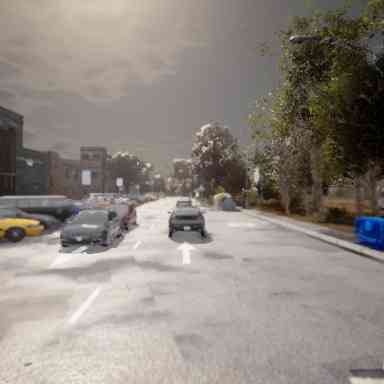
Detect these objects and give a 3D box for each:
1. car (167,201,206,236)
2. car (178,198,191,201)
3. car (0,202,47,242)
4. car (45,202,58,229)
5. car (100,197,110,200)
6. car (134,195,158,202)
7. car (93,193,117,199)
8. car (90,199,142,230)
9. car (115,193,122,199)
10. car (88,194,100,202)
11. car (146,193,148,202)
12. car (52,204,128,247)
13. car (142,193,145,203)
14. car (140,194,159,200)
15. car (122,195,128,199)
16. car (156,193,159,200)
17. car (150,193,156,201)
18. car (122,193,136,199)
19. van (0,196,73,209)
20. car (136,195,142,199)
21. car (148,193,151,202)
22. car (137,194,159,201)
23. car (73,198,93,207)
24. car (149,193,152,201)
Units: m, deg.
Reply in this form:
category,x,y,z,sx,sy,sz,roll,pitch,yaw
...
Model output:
category,x,y,z,sx,sy,sz,roll,pitch,yaw
car,-0.298,1.469,18.250,1.837,1.490,4.892,0,0,-1
car,-0.922,1.421,39.439,2.128,1.511,4.902,0,0,-2
car,-9.548,1.456,14.815,5.366,1.575,1.946,-1,0,-22
car,-9.810,1.496,17.750,4.674,1.452,2.002,-1,0,-22
car,-10.121,1.473,29.760,4.674,1.452,2.002,-1,0,-21
car,-11.259,1.452,80.843,5.366,1.575,1.946,-1,0,-22
car,-10.164,1.302,32.768,4.553,1.767,2.185,-1,0,-21
car,-4.606,1.443,20.825,1.882,1.535,5.008,0,0,-1
car,-10.237,1.298,35.769,4.553,1.767,2.185,-1,0,-21
car,-10.078,1.313,26.752,4.553,1.767,2.185,-1,0,-22
car,-10.888,1.297,59.767,4.553,1.767,2.185,-1,0,-21
car,-4.348,1.528,15.006,1.837,1.490,4.892,0,0,-2
car,-10.623,1.165,50.795,5.566,2.045,2.435,-1,0,-22
car,-11.824,1.440,92.785,5.008,1.535,2.097,-1,0,-22
car,-10.317,1.450,38.782,4.792,1.488,2.163,-1,0,-21
car,-11.170,1.447,77.843,5.366,1.575,1.946,-1,0,-22
car,-11.264,1.448,74.774,4.892,1.521,2.231,-1,0,-22
car,-10.392,1.167,41.781,5.566,2.045,2.435,-1,0,-21
van,-9.997,1.226,20.703,4.442,1.987,1.878,-1,0,-22
car,-10.388,1.411,47.842,5.366,1.575,1.946,-1,0,-21
car,-10.904,1.455,62.787,4.792,1.488,2.163,-1,0,-21
car,-11.881,1.465,89.714,5.366,1.575,1.946,-1,0,-22
car,-9.958,1.444,23.751,5.008,1.535,2.097,-1,0,-21
car,-11.012,1.471,65.777,4.674,1.452,2.002,-1,0,-21
